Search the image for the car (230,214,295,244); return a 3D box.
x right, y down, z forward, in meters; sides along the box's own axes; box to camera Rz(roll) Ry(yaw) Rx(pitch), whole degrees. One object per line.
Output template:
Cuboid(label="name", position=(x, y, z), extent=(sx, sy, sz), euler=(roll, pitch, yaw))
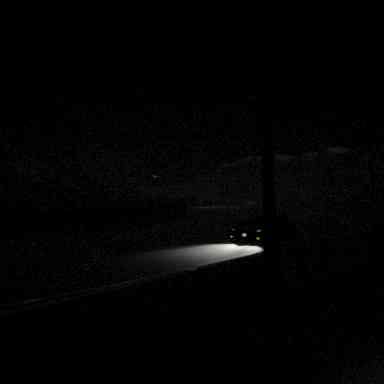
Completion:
Cuboid(label="car", position=(3.732, 1.842, 17.283), extent=(1.994, 1.385, 4.181), euler=(-2, -1, 39))

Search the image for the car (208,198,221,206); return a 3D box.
Cuboid(label="car", position=(4.788, 2.429, 80.938), extent=(2.150, 2.045, 5.566), euler=(-1, -1, -25))

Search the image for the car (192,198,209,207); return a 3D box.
Cuboid(label="car", position=(1.626, 2.806, 79.456), extent=(1.812, 1.442, 4.674), euler=(-1, -1, -25))
